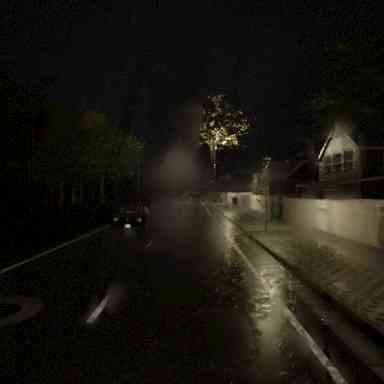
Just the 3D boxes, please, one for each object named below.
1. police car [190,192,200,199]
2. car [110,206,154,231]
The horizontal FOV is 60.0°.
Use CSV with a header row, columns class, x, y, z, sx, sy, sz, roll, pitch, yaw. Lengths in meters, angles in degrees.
class,x,y,z,sx,sy,sz,roll,pitch,yaw
police car,1.244,0.981,90.685,1.930,1.638,5.238,0,0,0
car,-3.395,1.495,19.838,1.895,1.301,4.718,0,0,0
